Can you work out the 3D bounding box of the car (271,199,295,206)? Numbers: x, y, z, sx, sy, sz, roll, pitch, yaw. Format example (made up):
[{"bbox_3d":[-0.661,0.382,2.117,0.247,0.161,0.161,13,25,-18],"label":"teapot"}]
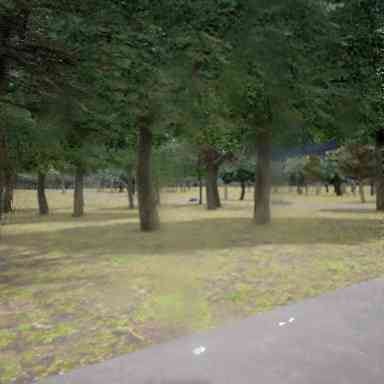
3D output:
[{"bbox_3d":[20.248,2.334,74.317,2.033,1.411,5.357,0,0,-35],"label":"car"}]
